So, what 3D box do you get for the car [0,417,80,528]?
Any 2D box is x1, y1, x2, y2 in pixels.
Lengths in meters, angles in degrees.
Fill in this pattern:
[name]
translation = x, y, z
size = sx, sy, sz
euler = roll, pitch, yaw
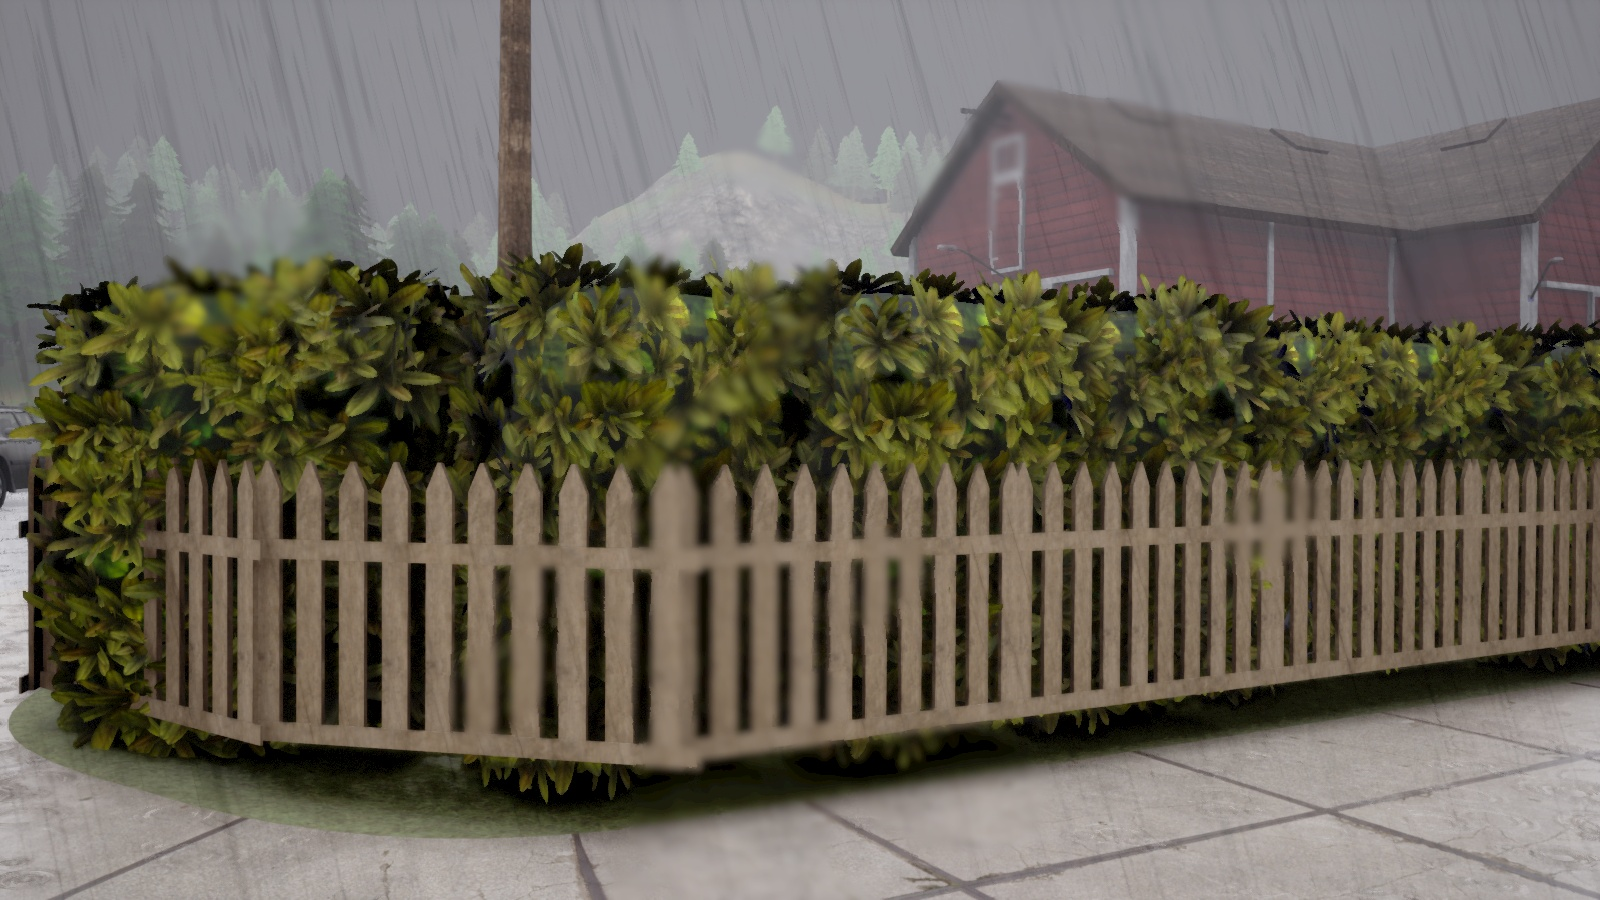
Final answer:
[car]
translation = -14.568, 0.377, 22.132
size = 1.932, 1.855, 4.605
euler = -1, 1, -12
